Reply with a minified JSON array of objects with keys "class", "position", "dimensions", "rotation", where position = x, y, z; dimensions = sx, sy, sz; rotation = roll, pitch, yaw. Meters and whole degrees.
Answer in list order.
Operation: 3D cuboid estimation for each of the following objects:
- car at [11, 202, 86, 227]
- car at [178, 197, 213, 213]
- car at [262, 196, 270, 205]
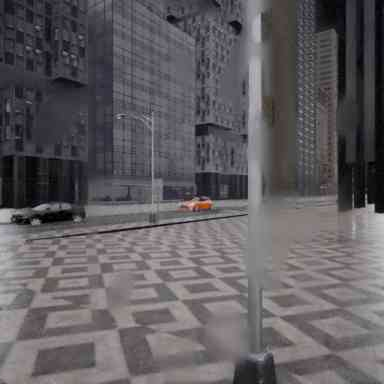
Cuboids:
[{"class":"car","position":[-9.766,1.457,23.002],"dimensions":[1.882,1.535,5.008],"rotation":[0,0,36]},{"class":"car","position":[0.466,1.308,36.988],"dimensions":[2.097,1.767,4.553],"rotation":[0,0,36]},{"class":"car","position":[10.046,1.293,49.938],"dimensions":[1.994,1.385,4.181],"rotation":[0,0,36]}]
